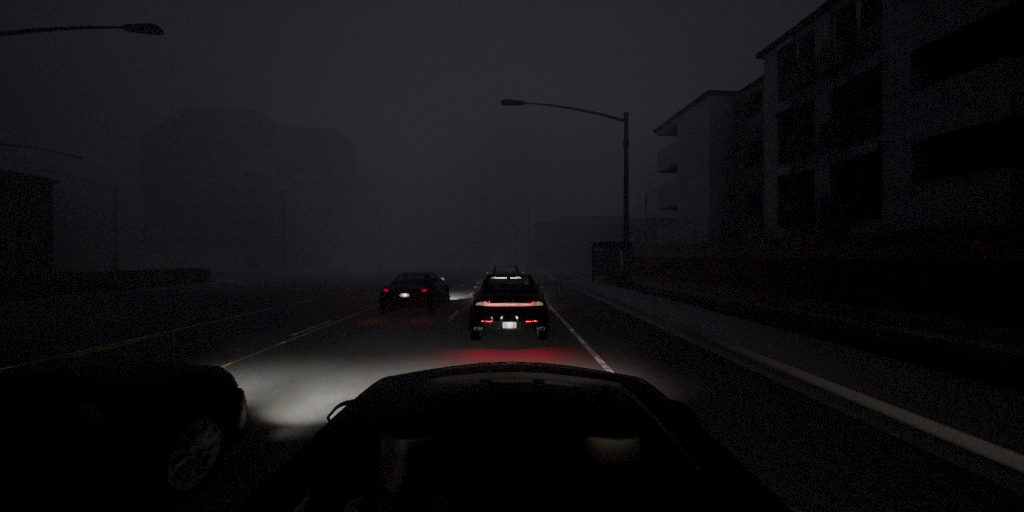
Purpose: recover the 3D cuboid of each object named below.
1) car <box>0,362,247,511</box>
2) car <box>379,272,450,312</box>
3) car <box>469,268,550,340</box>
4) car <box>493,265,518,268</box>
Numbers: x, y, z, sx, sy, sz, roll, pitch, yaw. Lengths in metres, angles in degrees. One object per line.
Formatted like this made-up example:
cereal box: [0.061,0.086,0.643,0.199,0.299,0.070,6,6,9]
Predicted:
car: [-3.526,1.256,1.506,1.837,1.490,4.892,0,0,1]
car: [-3.694,1.313,14.204,1.994,1.385,4.181,0,0,-1]
car: [-0.091,1.241,9.971,2.128,1.511,4.902,0,0,-1]
car: [-0.350,1.241,19.320,2.128,1.511,4.902,0,0,-2]
